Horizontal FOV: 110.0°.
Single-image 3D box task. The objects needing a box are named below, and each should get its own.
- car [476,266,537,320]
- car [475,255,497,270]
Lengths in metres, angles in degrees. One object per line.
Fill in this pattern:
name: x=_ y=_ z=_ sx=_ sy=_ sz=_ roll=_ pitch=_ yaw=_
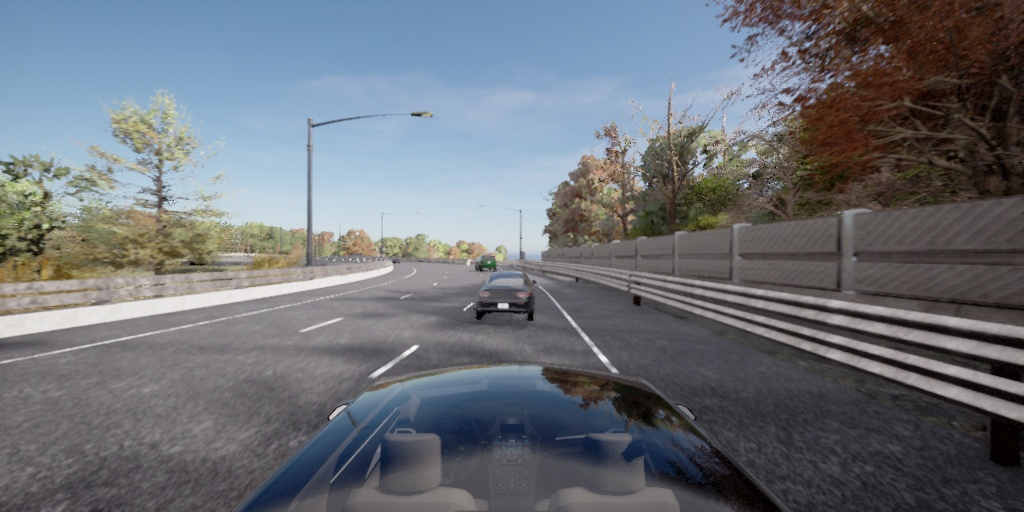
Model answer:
car: x=-0.121 y=1.263 z=12.559 sx=1.812 sy=1.442 sz=4.674 roll=0 pitch=0 yaw=3
car: x=-3.438 y=0.897 z=46.320 sx=2.150 sy=2.045 sz=5.566 roll=0 pitch=0 yaw=-14
